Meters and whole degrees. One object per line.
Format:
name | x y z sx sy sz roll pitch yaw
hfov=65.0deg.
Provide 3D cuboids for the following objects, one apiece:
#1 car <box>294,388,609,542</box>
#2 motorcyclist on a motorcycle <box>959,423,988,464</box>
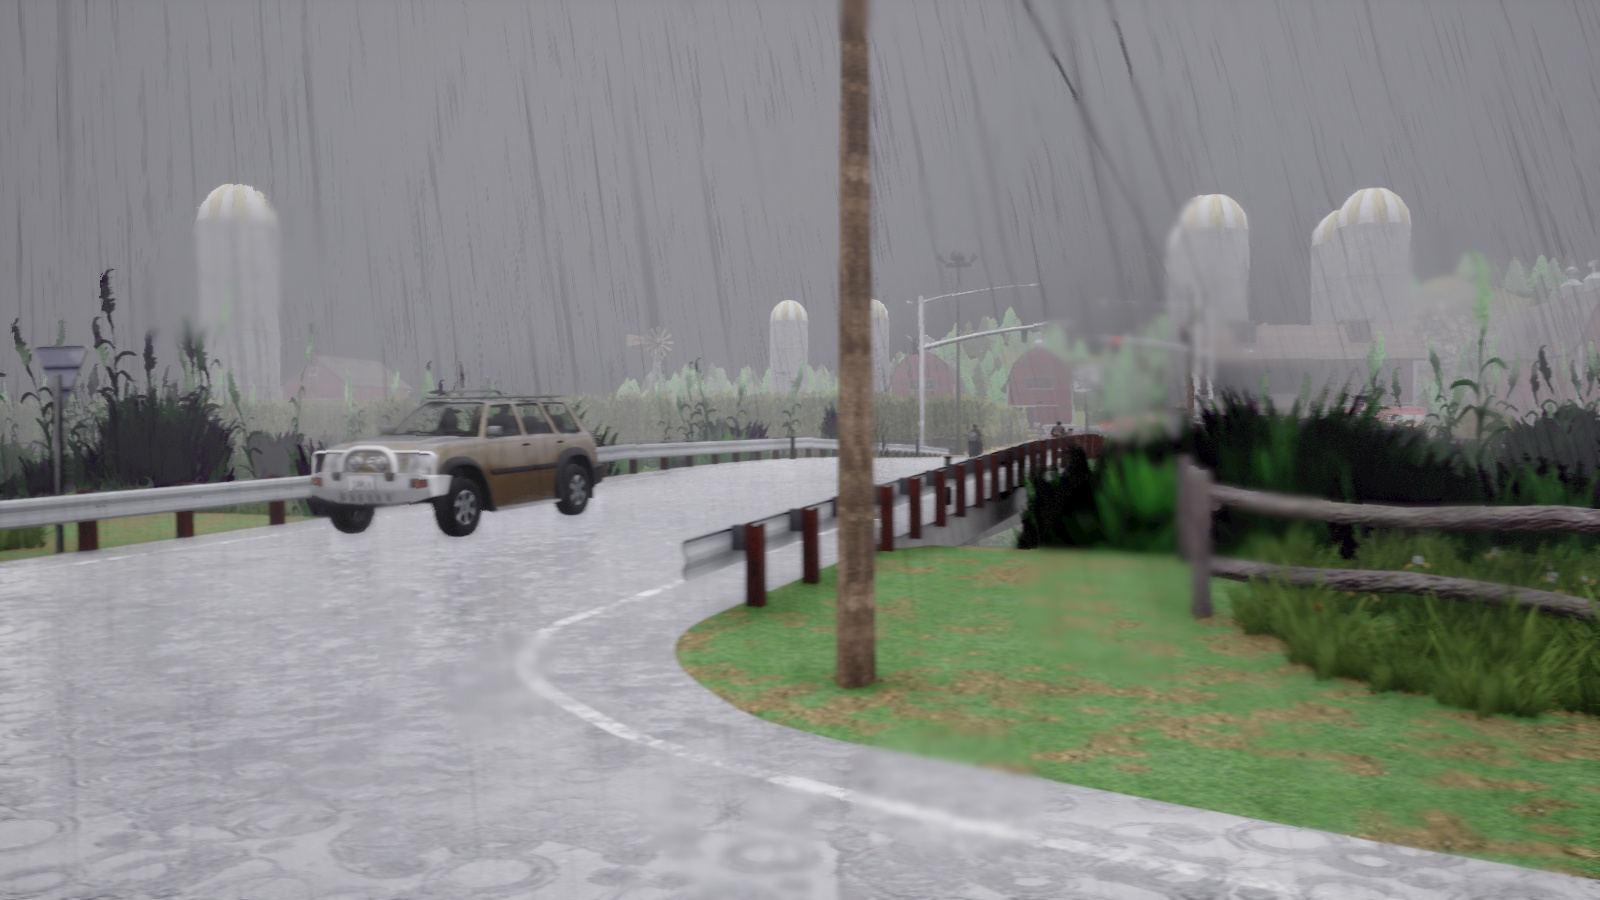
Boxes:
car | -4.656 0.071 17.624 1.932 1.855 4.605 1 3 20
motorcyclist on a motorcycle | 6.984 -0.246 50.427 0.797 1.523 2.044 1 -2 17
